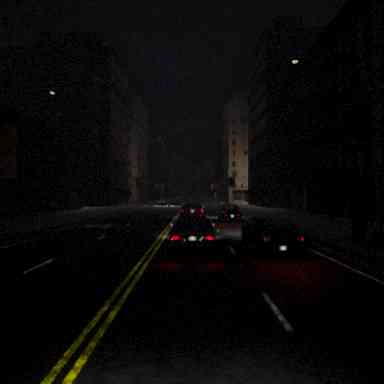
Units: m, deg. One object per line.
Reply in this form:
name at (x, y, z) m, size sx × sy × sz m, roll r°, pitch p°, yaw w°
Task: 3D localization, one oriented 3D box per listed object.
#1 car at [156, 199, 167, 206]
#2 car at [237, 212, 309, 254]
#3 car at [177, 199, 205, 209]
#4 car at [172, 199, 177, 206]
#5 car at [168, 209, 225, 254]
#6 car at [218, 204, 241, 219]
car at (-6.412, 2.185, 70.667) m, size 1.812 × 1.442 × 4.674 m, roll 0°, pitch -1°, yaw 0°
car at (3.268, 1.733, 14.099) m, size 1.895 × 1.301 × 4.718 m, roll 0°, pitch 0°, yaw 0°
car at (0.040, 1.621, 29.066) m, size 2.097 × 1.767 × 4.553 m, roll 0°, pitch -1°, yaw 0°
car at (-3.162, 2.185, 70.663) m, size 1.812 × 1.442 × 4.674 m, roll 0°, pitch -1°, yaw 0°
car at (0.019, 1.678, 13.986) m, size 2.033 × 1.411 × 5.357 m, roll 0°, pitch -1°, yaw 0°
car at (3.291, 1.800, 29.374) m, size 1.812 × 1.442 × 4.674 m, roll 0°, pitch 0°, yaw 0°
